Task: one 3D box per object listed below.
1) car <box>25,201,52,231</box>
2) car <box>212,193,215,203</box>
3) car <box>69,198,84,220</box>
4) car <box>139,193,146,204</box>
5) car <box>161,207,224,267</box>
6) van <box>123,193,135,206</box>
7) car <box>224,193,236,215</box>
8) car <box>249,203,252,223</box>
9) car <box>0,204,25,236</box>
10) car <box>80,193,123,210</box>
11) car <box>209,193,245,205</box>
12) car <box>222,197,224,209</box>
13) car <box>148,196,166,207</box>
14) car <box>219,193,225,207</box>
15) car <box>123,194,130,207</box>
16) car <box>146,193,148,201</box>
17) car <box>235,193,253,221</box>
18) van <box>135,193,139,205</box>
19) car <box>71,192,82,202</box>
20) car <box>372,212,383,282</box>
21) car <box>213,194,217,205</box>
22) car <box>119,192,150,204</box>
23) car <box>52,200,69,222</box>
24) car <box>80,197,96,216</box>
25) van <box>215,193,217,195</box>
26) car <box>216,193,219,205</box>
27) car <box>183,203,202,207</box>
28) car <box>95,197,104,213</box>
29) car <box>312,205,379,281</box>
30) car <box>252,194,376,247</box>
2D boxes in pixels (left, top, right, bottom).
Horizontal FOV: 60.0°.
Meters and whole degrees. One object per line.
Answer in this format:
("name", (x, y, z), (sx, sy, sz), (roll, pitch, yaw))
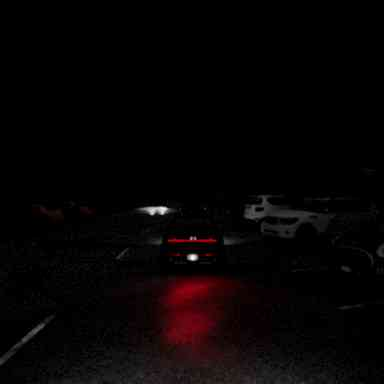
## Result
("car", (-11.007, 1.464, 19.096), (5.008, 1.535, 2.097), (-1, 0, -20))
("car", (6.009, 1.295, 51.335), (4.553, 1.767, 2.185), (1, 0, -20))
("car", (-11.002, 1.456, 25.026), (5.008, 1.535, 2.097), (-1, 0, -20))
("car", (-10.948, 1.165, 54.626), (5.566, 2.045, 2.435), (-1, 0, -20))
("car", (0.041, 1.491, 11.351), (1.837, 1.490, 4.892), (0, 0, 0))
("van", (-11.087, 1.201, 48.649), (4.442, 1.987, 1.878), (-1, 0, -20))
("car", (5.917, 1.201, 27.147), (5.566, 2.045, 2.435), (1, 0, -20))
("car", (5.906, 1.493, 18.075), (4.792, 1.488, 2.163), (1, 0, -20))
("car", (-11.037, 1.498, 16.130), (4.792, 1.488, 2.163), (-1, 0, -20))
("car", (-11.016, 1.313, 39.807), (4.553, 1.767, 2.185), (-1, 0, -20))
("car", (6.005, 1.160, 57.394), (5.566, 2.045, 2.435), (1, 0, -20))
("car", (5.776, 1.444, 30.110), (5.366, 1.575, 1.946), (1, 0, -20))
("car", (-5.054, 1.537, 50.018), (1.895, 1.301, 4.718), (0, 0, 0))
("car", (5.983, 1.194, 33.209), (5.566, 2.045, 2.435), (1, 0, -20))
("car", (-10.981, 1.435, 42.782), (4.892, 1.521, 2.231), (-1, 0, -20))
("car", (-10.943, 1.160, 57.585), (5.566, 2.045, 2.435), (-1, 0, -20))
("car", (5.972, 1.209, 21.119), (5.566, 2.045, 2.435), (1, 0, -20))
("van", (-11.083, 1.197, 51.608), (4.442, 1.987, 1.878), (-1, 0, -20))
("car", (-26.624, 1.133, 76.856), (2.435, 2.045, 5.566), (0, 1, -19))
("car", (5.955, 1.354, 6.006), (4.553, 1.767, 2.185), (1, 0, -20))
("car", (5.974, 1.431, 45.285), (4.892, 1.521, 2.231), (1, 0, -20))
("car", (-10.982, 1.152, 63.469), (5.566, 2.045, 2.435), (-1, 0, -20))
("car", (-11.176, 1.460, 21.993), (5.366, 1.575, 1.946), (-1, 0, -20))
("car", (-11.169, 1.452, 27.910), (5.366, 1.575, 1.946), (-1, 0, -20))
("van", (6.082, 1.200, 48.352), (4.442, 1.987, 1.878), (1, 0, -20))
("car", (5.927, 1.308, 42.264), (4.553, 1.767, 2.185), (1, 0, -20))
("car", (0.042, 1.517, 24.422), (2.033, 1.411, 5.357), (0, 0, 1))
("car", (-10.971, 1.478, 30.956), (4.792, 1.488, 2.163), (-1, 0, -20))
("car", (5.952, 1.350, 9.033), (4.553, 1.767, 2.185), (1, 0, -20))
("car", (5.910, 1.216, 15.052), (5.566, 2.045, 2.435), (1, 0, -20))
